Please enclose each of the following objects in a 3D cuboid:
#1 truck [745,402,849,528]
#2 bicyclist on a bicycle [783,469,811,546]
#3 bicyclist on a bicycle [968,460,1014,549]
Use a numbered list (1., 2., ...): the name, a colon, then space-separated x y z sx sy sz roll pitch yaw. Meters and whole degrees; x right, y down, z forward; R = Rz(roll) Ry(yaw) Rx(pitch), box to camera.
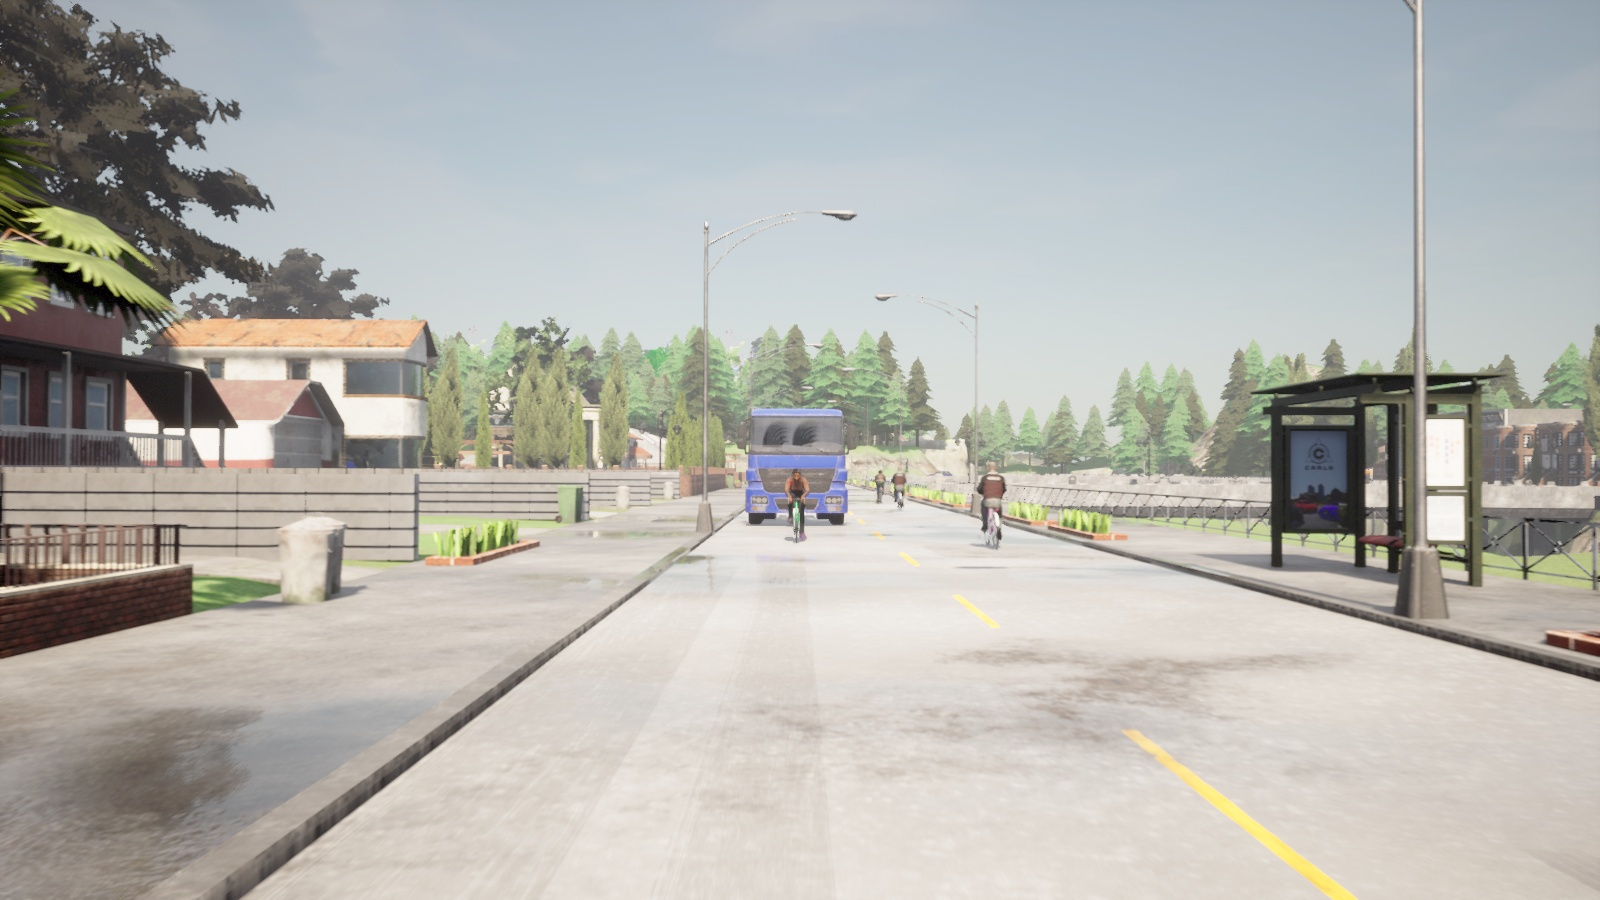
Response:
1. truck: -0.095 0.483 38.824 2.891 3.462 7.936 0 -1 0
2. bicyclist on a bicycle: -0.065 1.226 27.360 0.582 1.620 1.656 0 -1 0
3. bicyclist on a bicycle: 3.939 1.105 26.014 0.659 1.776 1.843 0 -1 0
